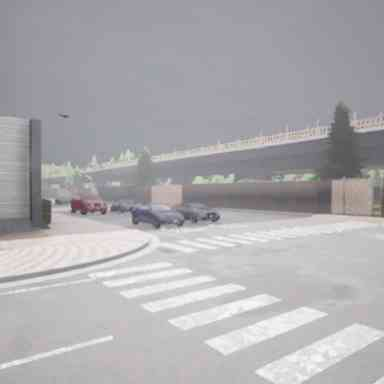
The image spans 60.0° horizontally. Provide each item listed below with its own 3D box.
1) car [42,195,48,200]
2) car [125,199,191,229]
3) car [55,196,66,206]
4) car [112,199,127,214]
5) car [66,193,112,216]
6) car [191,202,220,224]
[{"bbox_3d":[-23.046,1.372,50.390,1.882,1.535,5.008,0,0,-35],"label":"car"},{"bbox_3d":[-2.304,1.418,21.186,1.812,1.442,4.674,0,0,-35],"label":"car"},{"bbox_3d":[-20.224,1.383,52.461,1.837,1.490,4.892,0,0,-35],"label":"car"},{"bbox_3d":[-6.625,1.439,33.275,1.994,1.385,4.181,0,0,-35],"label":"car"},{"bbox_3d":[-10.001,1.112,31.978,2.150,2.045,5.566,0,1,-35],"label":"car"},{"bbox_3d":[0.131,1.438,23.793,1.994,1.385,4.181,0,0,-35],"label":"car"}]
